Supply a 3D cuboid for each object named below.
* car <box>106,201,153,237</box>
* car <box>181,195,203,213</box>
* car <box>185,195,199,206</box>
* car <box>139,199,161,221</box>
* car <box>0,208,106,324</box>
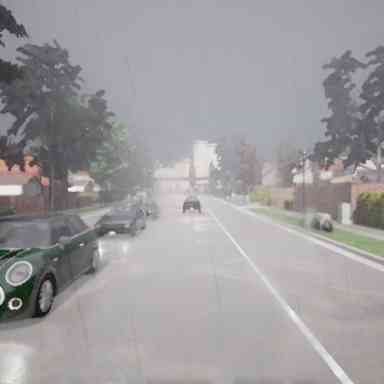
[{"bbox_3d":[-3.563,1.439,17.618,2.033,1.411,5.357,0,0,1],"label":"car"},{"bbox_3d":[-0.002,1.295,34.333,1.837,1.490,4.892,0,1,0],"label":"car"},{"bbox_3d":[0.025,1.216,47.546,1.812,1.442,4.674,0,0,1],"label":"car"},{"bbox_3d":[-3.505,1.346,25.726,2.128,1.511,4.902,0,0,0],"label":"car"},{"bbox_3d":[-3.595,1.307,7.285,2.097,1.767,4.553,0,0,0],"label":"car"}]
